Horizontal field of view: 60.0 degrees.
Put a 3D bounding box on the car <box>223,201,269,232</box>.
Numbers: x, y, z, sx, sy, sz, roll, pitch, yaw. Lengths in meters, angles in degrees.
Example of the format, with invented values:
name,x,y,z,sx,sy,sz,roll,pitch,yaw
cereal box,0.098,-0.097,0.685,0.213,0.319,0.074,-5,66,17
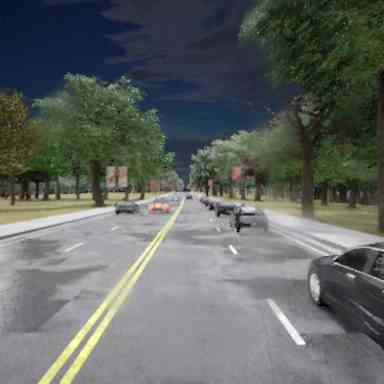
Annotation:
name,x,y,z,sx,sy,sz,roll,pitch,yaw
car,3.334,1.540,20.212,2.128,1.511,4.902,0,0,0

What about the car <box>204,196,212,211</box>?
name,x,y,z,sx,sy,sz,roll,pitch,yaw
car,3.137,1.608,42.871,2.163,1.488,4.792,0,0,0

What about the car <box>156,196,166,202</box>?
name,x,y,z,sx,sy,sz,roll,pitch,yaw
car,-6.934,1.617,75.502,1.895,1.301,4.718,0,0,-1

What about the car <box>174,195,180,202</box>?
name,x,y,z,sx,sy,sz,roll,pitch,yaw
car,-3.690,1.538,75.992,2.128,1.511,4.902,0,0,-1

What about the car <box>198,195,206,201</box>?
name,x,y,z,sx,sy,sz,roll,pitch,yaw
car,2.655,1.577,86.882,1.882,1.535,5.008,0,0,-1

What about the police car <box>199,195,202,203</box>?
name,x,y,z,sx,sy,sz,roll,pitch,yaw
police car,2.944,1.626,64.863,2.038,1.542,4.974,0,0,-1

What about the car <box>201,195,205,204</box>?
name,x,y,z,sx,sy,sz,roll,pitch,yaw
car,3.052,1.621,53.882,2.163,1.488,4.792,0,0,-1

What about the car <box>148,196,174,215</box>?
name,x,y,z,sx,sy,sz,roll,pitch,yaw
car,-3.413,1.441,35.434,2.097,1.767,4.553,0,0,0

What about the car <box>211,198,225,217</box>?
name,x,y,z,sx,sy,sz,roll,pitch,yaw
car,3.198,1.557,31.830,1.882,1.535,5.008,0,0,0

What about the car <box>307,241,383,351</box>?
name,x,y,z,sx,sy,sz,roll,pitch,yaw
car,3.351,1.517,5.153,1.837,1.490,4.892,0,0,0

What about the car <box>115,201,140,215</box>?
name,x,y,z,sx,sy,sz,roll,pitch,yaw
car,-6.665,1.635,34.913,2.033,1.411,5.357,0,0,0
